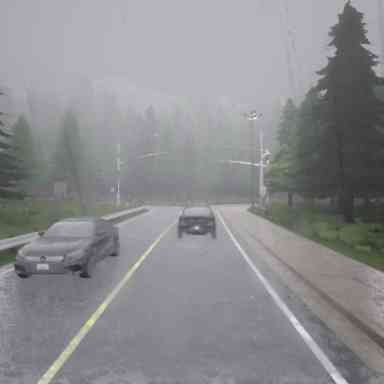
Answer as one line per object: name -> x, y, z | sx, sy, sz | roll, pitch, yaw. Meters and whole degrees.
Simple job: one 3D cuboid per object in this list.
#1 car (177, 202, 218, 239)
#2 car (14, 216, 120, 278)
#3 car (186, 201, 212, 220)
car -> 0.309, 1.439, 17.317 | 1.882, 1.535, 5.008 | 0, 0, 3
car -> -3.476, 1.503, 10.191 | 1.812, 1.442, 4.674 | 0, 0, 1
car -> 0.644, 1.502, 27.795 | 1.994, 1.385, 4.181 | 0, 0, 2
